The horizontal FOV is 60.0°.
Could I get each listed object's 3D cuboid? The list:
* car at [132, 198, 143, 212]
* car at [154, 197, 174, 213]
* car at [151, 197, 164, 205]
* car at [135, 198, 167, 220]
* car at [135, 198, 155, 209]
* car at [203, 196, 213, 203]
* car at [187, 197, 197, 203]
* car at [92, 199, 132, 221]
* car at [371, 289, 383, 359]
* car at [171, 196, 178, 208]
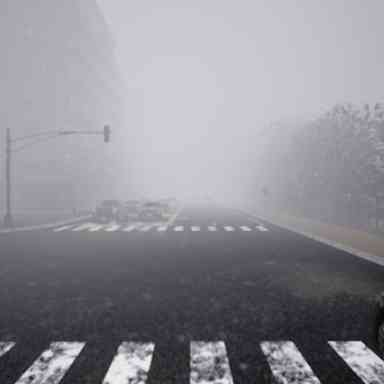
[{"bbox_3d":[-6.611,1.563,36.577,2.033,1.411,5.357,0,0,0],"label":"car"},{"bbox_3d":[-3.353,1.579,36.704,1.994,1.385,4.181,0,0,1],"label":"car"},{"bbox_3d":[-6.520,1.643,62.930,1.895,1.301,4.718,0,0,0],"label":"car"},{"bbox_3d":[-3.347,1.536,27.952,1.812,1.442,4.674,0,0,-1],"label":"car"},{"bbox_3d":[-6.602,1.571,46.993,2.033,1.411,5.357,0,0,0],"label":"car"},{"bbox_3d":[3.228,1.522,68.641,1.882,1.535,5.008,0,0,0],"label":"car"},{"bbox_3d":[-0.021,1.642,68.570,1.895,1.301,4.718,0,0,0],"label":"car"},{"bbox_3d":[-6.610,1.362,27.147,2.097,1.767,4.553,0,0,0],"label":"car"},{"bbox_3d":[3.349,1.492,2.579,2.128,1.511,4.902,0,0,0],"label":"car"},{"bbox_3d":[-3.352,1.501,46.660,1.882,1.535,5.008,0,0,1],"label":"car"}]
